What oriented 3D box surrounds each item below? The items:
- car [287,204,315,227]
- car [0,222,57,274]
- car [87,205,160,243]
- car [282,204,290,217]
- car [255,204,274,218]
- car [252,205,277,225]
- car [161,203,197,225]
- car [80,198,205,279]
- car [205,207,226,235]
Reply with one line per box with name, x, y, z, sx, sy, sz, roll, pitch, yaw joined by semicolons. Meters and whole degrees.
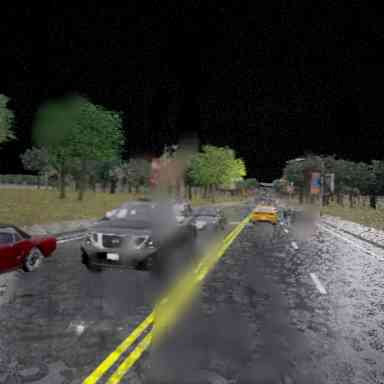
car;9.781;2.181;29.626;1.837;1.490;4.892;3;0;13
car;-5.297;1.395;7.635;1.895;1.301;4.718;3;0;13
car;-3.231;1.482;16.810;1.812;1.442;4.674;3;0;13
car;12.323;2.228;41.067;2.097;1.767;4.553;3;-1;13
car;8.806;2.248;40.356;2.033;1.411;5.357;3;0;13
car;6.382;1.986;29.333;1.882;1.535;5.008;3;0;13
car;-0.925;1.662;26.839;1.812;1.442;4.674;3;0;11
car;-1.280;1.231;10.621;2.150;2.045;5.566;3;0;12
car;0.985;1.679;20.744;2.128;1.511;4.902;3;0;13
